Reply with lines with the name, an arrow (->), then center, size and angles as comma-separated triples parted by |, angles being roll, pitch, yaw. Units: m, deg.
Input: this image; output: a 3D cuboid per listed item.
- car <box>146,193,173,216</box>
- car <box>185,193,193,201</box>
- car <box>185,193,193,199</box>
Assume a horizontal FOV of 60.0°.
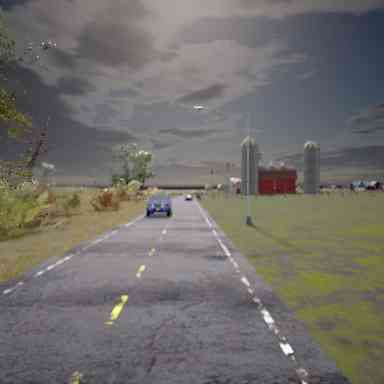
car -> -3.022, 1.150, 31.792 | 2.150, 2.045, 5.566 | 0, 0, -1
car -> -0.690, 1.387, 79.289 | 1.994, 1.385, 4.181 | 0, 0, -1
car -> -0.781, 1.056, 89.331 | 2.097, 1.767, 4.553 | 0, 0, -1
